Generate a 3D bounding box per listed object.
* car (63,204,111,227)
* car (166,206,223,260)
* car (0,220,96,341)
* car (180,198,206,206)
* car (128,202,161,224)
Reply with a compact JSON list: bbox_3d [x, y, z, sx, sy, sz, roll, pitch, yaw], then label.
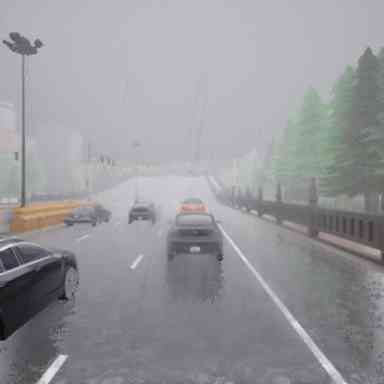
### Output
[{"bbox_3d":[-6.903,1.507,22.412,2.033,1.411,5.357,0,0,0],"label":"car"},{"bbox_3d":[0.097,1.482,12.393,1.837,1.490,4.892,0,0,0],"label":"car"},{"bbox_3d":[-3.403,1.483,5.410,2.128,1.511,4.902,0,0,0],"label":"car"},{"bbox_3d":[0.093,1.302,28.093,2.097,1.767,4.553,0,0,0],"label":"car"},{"bbox_3d":[-3.406,1.462,24.283,1.837,1.490,4.892,0,0,0],"label":"car"}]
